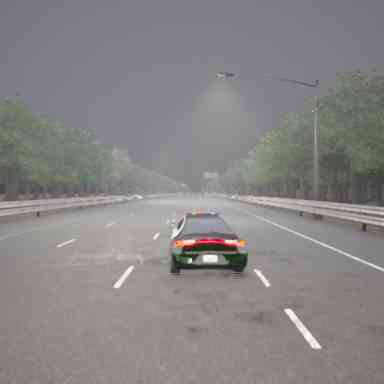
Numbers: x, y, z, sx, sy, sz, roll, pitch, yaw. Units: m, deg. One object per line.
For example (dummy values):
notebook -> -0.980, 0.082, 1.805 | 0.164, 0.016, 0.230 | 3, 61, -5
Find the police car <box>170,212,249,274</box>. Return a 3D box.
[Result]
police car -> 0.312, 1.408, 10.364 | 2.038, 1.542, 4.974 | 0, 0, -3
